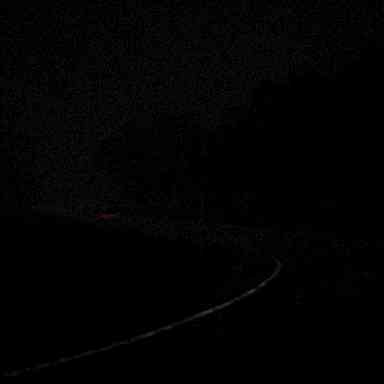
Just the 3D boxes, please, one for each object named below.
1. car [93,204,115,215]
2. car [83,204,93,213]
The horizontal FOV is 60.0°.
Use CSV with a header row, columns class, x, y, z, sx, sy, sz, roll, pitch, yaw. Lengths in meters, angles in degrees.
class,x,y,z,sx,sy,sz,roll,pitch,yaw
car,-12.977,2.632,49.822,1.812,1.442,4.674,2,-2,-30
car,-17.485,2.807,57.378,1.882,1.535,5.008,2,-3,-31
